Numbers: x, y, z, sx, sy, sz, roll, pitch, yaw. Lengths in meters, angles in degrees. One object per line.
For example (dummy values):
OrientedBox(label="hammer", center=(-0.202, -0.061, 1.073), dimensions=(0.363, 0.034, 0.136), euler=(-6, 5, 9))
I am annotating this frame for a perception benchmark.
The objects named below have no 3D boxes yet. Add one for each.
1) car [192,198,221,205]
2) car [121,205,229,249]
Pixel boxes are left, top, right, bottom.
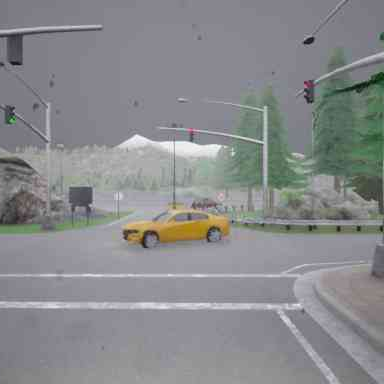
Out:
OrientedBox(label="car", center=(2.087, 1.546, 46.046), dimensions=(2.097, 1.767, 4.553), euler=(1, 0, 40))
OrientedBox(label="car", center=(-0.691, 1.555, 15.133), dimensions=(5.008, 1.535, 1.882), euler=(0, -1, -27))
